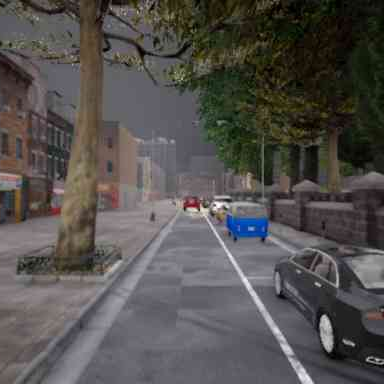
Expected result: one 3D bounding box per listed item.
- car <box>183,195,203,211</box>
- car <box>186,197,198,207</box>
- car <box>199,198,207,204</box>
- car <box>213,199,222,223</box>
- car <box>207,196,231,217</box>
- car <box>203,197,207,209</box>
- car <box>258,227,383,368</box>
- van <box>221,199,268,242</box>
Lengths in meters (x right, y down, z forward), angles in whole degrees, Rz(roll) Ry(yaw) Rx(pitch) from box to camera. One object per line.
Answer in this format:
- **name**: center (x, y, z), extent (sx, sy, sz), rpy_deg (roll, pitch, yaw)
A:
- **car**: center (0.001, 1.486, 44.740), extent (2.150, 2.045, 5.566), rpy_deg (0, -1, 0)
- **car**: center (-0.001, 1.755, 61.203), extent (2.097, 1.767, 4.553), rpy_deg (0, 0, 0)
- **car**: center (2.634, 2.087, 81.275), extent (1.887, 1.381, 4.507), rpy_deg (1, -1, 0)
- **car**: center (3.021, 1.603, 27.169), extent (1.801, 1.575, 5.366), rpy_deg (0, 0, 0)
- **car**: center (2.976, 1.415, 34.010), extent (2.150, 2.045, 5.566), rpy_deg (0, 0, 0)
- **car**: center (2.639, 1.871, 49.396), extent (1.802, 1.307, 4.206), rpy_deg (1, 0, 0)
- **car**: center (2.647, 1.580, 5.801), extent (2.008, 1.369, 4.403), rpy_deg (1, 0, 0)
- **van**: center (2.647, 1.428, 16.701), extent (1.690, 1.788, 3.998), rpy_deg (1, 0, 0)
